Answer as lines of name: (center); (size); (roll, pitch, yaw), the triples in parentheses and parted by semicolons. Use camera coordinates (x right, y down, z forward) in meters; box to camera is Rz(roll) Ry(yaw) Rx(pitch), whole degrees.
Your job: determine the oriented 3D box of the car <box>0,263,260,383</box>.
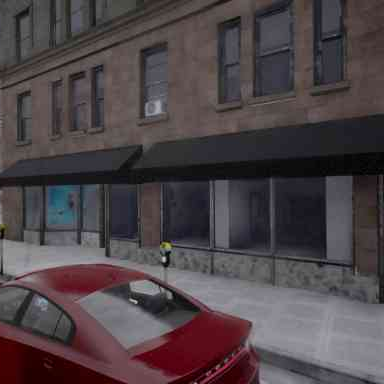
car: (-1.461, 1.545, 3.908); (4.507, 1.381, 1.887); (0, 0, 36)
